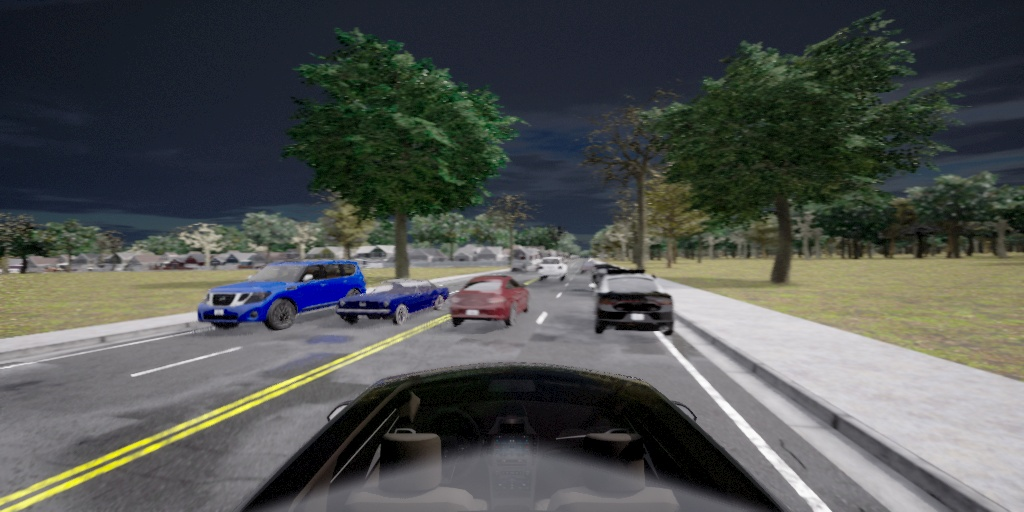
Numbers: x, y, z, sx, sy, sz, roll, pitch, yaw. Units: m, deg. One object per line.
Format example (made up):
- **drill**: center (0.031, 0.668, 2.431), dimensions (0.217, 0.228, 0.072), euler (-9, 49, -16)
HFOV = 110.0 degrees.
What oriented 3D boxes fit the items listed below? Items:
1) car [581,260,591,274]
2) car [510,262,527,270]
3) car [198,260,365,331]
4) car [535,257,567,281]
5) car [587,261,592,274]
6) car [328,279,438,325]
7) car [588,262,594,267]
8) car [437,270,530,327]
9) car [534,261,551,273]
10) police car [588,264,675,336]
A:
- **car**: center (9.749, 1.491, 45.714), dimensions (2.033, 1.411, 5.357), euler (-1, 0, 12)
- **car**: center (1.032, 1.647, 52.102), dimensions (1.837, 1.490, 4.892), euler (-1, -1, 12)
- **car**: center (-7.333, 1.173, 12.361), dimensions (2.150, 2.045, 5.566), euler (-1, 0, 12)
- **car**: center (3.793, 1.151, 32.737), dimensions (2.150, 2.045, 5.566), euler (-1, 0, 12)
- **car**: center (6.643, 1.334, 26.224), dimensions (1.837, 1.490, 4.892), euler (-1, 0, 12)
- **car**: center (-3.939, 1.498, 12.689), dimensions (1.895, 1.301, 4.718), euler (-1, 0, 12)
- **car**: center (5.410, 1.307, 20.352), dimensions (1.837, 1.490, 4.892), euler (-1, 0, 12)
- **car**: center (-0.586, 1.361, 11.869), dimensions (1.812, 1.442, 4.674), euler (-1, 0, 12)
- **car**: center (4.587, 1.571, 53.211), dimensions (1.882, 1.535, 5.008), euler (-1, 0, 12)
- **police car**: center (3.376, 1.186, 10.673), dimensions (1.930, 1.638, 5.238), euler (-1, 0, 12)
